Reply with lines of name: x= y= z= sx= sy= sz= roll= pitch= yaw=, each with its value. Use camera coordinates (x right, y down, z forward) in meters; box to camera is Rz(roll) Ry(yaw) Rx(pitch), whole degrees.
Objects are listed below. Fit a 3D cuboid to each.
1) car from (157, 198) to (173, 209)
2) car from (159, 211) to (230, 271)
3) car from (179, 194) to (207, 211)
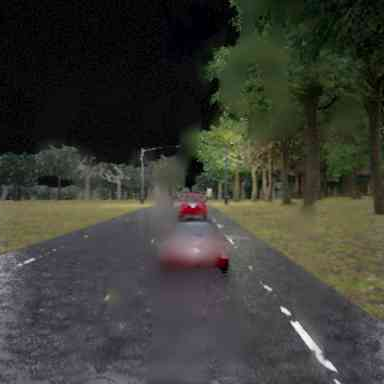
car: x=-3.571 y=1.508 z=45.188 sx=1.994 sy=1.385 sz=4.181 roll=0 pitch=0 yaw=0
car: x=0.076 y=1.540 z=10.766 sx=1.994 sy=1.385 sz=4.181 roll=0 pitch=0 yaw=0
car: x=0.091 y=1.168 z=27.503 sx=2.150 sy=2.045 sz=5.566 roll=0 pitch=0 yaw=0
